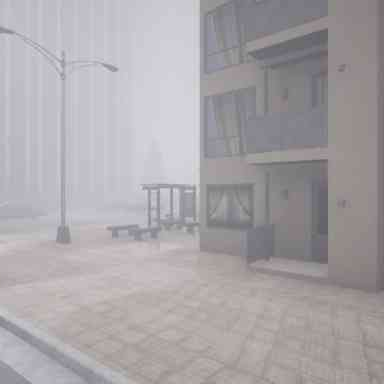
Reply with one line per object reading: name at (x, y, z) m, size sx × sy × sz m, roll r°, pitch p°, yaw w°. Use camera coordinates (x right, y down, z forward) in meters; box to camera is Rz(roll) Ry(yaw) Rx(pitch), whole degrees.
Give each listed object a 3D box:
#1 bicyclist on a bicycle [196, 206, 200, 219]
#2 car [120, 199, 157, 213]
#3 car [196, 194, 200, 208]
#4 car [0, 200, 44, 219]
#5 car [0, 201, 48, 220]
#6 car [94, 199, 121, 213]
bicyclist on a bicycle at (0.940, 1.356, 26.674) m, size 1.656 × 1.620 × 0.582 m, roll 0°, pitch 0°, yaw 40°
car at (-5.386, 1.656, 37.779) m, size 1.895 × 1.301 × 4.718 m, roll 0°, pitch 0°, yaw 40°
car at (1.431, 1.272, 51.248) m, size 2.150 × 2.045 × 5.566 m, roll 0°, pitch 0°, yaw 40°
car at (-16.269, 1.560, 30.228) m, size 1.837 × 1.490 × 4.892 m, roll 0°, pitch 0°, yaw 40°
car at (-14.554, 1.603, 26.819) m, size 2.033 × 1.411 × 5.357 m, roll 0°, pitch 0°, yaw 40°
car at (-9.096, 1.543, 38.799) m, size 2.128 × 1.511 × 4.902 m, roll 0°, pitch 0°, yaw 40°
